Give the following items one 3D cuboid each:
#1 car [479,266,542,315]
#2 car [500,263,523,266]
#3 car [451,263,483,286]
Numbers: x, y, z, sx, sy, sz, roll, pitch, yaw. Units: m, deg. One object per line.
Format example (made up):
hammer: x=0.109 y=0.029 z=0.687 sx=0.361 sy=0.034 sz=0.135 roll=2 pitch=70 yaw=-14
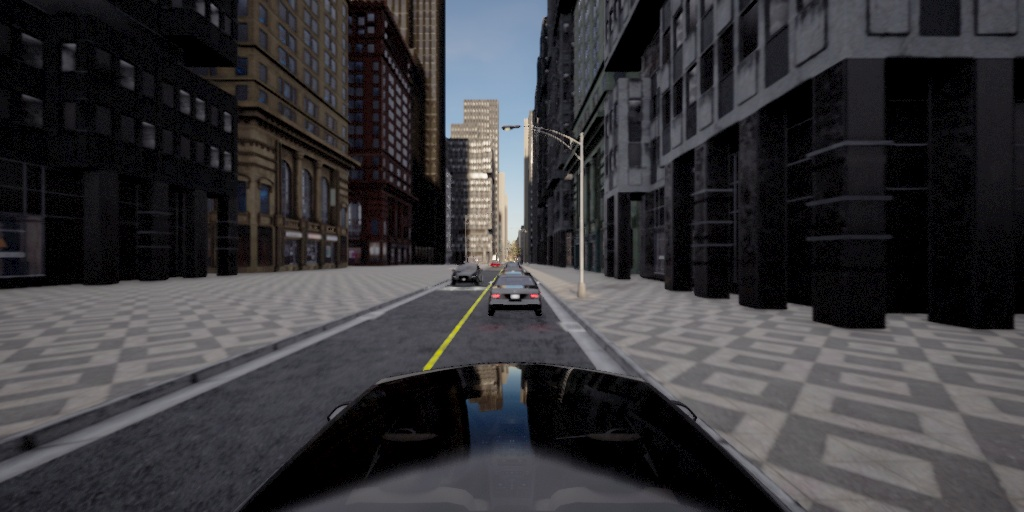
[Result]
car: x=0.097 y=1.287 z=13.462 sx=2.033 sy=1.411 sz=5.357 roll=0 pitch=0 yaw=0
car: x=0.096 y=1.341 z=34.542 sx=1.994 sy=1.385 sz=4.181 roll=0 pitch=0 yaw=0
car: x=-3.102 y=1.257 z=25.479 sx=1.837 sy=1.490 sz=4.892 roll=0 pitch=0 yaw=0
